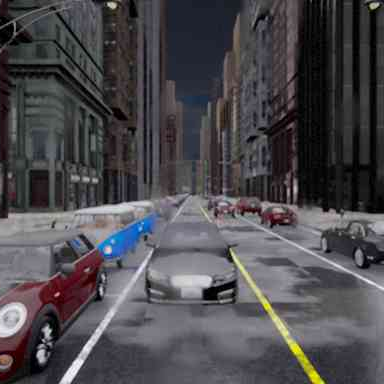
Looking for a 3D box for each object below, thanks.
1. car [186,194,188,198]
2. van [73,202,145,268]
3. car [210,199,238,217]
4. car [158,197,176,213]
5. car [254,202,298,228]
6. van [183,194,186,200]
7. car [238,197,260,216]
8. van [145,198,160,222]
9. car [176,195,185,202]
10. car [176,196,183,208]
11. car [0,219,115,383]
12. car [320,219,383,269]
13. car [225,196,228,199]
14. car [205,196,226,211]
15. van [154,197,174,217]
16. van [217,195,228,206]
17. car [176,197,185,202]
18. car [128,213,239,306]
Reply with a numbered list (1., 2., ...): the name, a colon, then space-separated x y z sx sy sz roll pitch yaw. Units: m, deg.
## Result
1. car: -2.885 1.648 89.973 2.192 1.841 5.009 0 0 0
2. van: -2.779 1.375 11.061 1.690 1.788 3.998 0 0 0
3. car: 3.045 1.632 32.585 1.812 1.442 4.674 0 -1 0
4. car: -2.802 1.404 27.970 2.192 1.841 5.009 0 0 0
5. car: 5.732 1.615 22.360 1.887 1.381 4.507 0 0 0
6. van: -2.863 1.604 73.063 1.690 1.788 3.998 0 0 0
7. car: 5.716 1.424 33.633 2.192 1.841 5.009 0 0 0
8. van: -2.786 1.393 16.697 1.690 1.788 3.998 0 0 0
9. car: -2.847 1.783 61.789 1.947 1.339 4.313 0 0 0
10. car: -2.832 1.716 50.516 1.887 1.381 4.507 0 0 0
11. car: -2.771 1.456 5.425 1.967 1.590 4.097 0 0 0
12. car: 5.747 1.585 11.088 2.008 1.369 4.403 0 0 0
13. car: 5.685 1.720 56.347 1.752 1.417 4.829 0 0 0
14. car: 3.014 1.651 43.734 1.837 1.490 4.892 0 0 0
15. van: -2.809 1.450 33.606 1.690 1.788 3.998 0 0 0
16. van: 5.678 1.558 61.814 1.690 1.788 3.998 0 0 0
17. car: -2.877 1.876 84.336 1.947 1.339 4.313 0 0 0
18. car: -0.010 1.517 8.295 2.128 1.511 4.902 0 0 0
